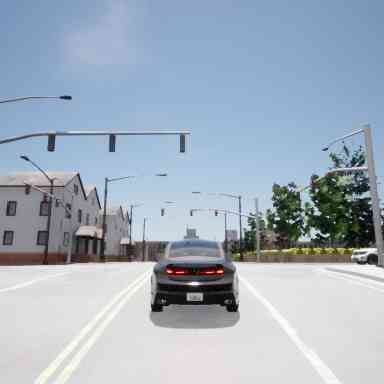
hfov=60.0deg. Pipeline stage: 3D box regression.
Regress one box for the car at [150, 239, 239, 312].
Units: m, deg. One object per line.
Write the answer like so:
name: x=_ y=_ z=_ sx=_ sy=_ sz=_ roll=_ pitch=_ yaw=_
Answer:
car: x=0.060 y=1.986 z=8.597 sx=1.837 sy=1.490 sz=4.892 roll=0 pitch=-7 yaw=0

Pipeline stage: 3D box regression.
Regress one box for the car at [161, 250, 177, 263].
car: x=-3.659 y=10.548 z=54.051 sx=2.150 sy=2.045 sz=5.566 roll=0 pitch=-12 yaw=0

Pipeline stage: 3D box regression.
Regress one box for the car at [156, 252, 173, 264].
car: x=-3.649 y=8.890 z=44.541 sx=1.812 sy=1.442 sz=4.674 roll=0 pitch=-12 yaw=0

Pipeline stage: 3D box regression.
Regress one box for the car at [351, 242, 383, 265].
car: x=16.842 y=5.317 z=28.812 sx=5.566 sy=2.045 sz=2.150 roll=0 pitch=-12 yaw=1
